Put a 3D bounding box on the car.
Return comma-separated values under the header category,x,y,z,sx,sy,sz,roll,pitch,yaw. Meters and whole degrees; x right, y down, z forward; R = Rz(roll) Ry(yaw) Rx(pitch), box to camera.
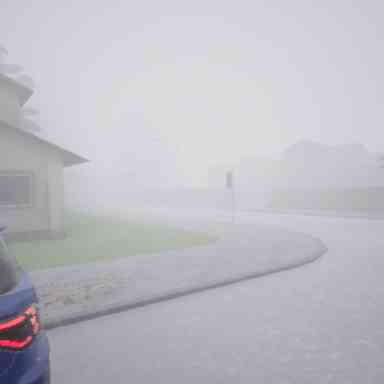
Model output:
category,x,y,z,sx,sy,sz,roll,pitch,yaw
car,-3.782,1.276,1.786,5.566,2.045,2.150,-2,1,-35
